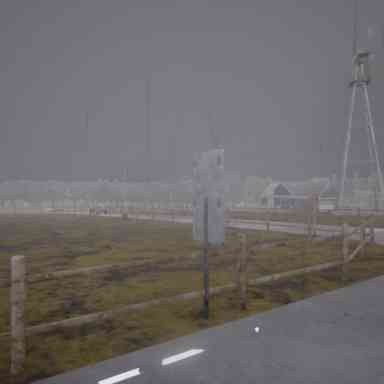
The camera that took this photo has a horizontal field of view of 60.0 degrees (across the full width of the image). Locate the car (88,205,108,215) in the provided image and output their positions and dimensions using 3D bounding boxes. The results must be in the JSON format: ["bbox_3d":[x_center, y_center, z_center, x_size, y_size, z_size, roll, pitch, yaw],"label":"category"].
[{"bbox_3d":[-14.920,2.805,52.708,1.837,1.490,4.892,0,-2,-36],"label":"car"}]

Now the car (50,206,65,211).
[{"bbox_3d":[-33.008,4.322,82.536,1.812,1.442,4.674,0,-3,-36],"label":"car"}]
